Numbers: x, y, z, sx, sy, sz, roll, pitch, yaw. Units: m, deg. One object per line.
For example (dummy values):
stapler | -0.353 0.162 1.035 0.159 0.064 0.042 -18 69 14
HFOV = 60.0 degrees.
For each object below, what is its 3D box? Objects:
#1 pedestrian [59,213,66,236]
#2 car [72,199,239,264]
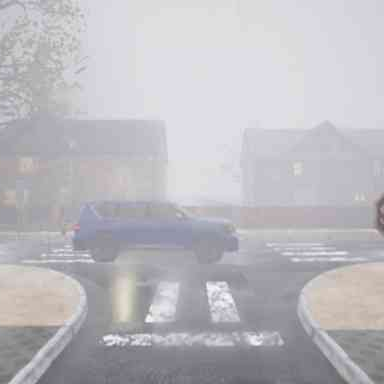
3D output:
pedestrian | -6.739 1.360 17.371 0.375 1.860 0.375 0 -1 1
car | -1.219 1.256 11.441 5.566 2.045 2.150 0 -1 1
